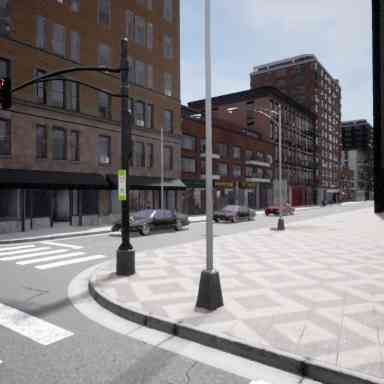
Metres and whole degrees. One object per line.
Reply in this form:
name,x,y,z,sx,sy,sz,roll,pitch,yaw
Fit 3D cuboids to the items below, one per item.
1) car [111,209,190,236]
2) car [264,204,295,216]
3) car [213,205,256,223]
car,-2.270,1.708,19.986,2.033,1.411,5.357,-1,-1,36
car,9.642,1.930,36.528,1.895,1.301,4.718,-1,-1,36
car,3.632,1.793,28.197,2.033,1.411,5.357,-1,-1,35
